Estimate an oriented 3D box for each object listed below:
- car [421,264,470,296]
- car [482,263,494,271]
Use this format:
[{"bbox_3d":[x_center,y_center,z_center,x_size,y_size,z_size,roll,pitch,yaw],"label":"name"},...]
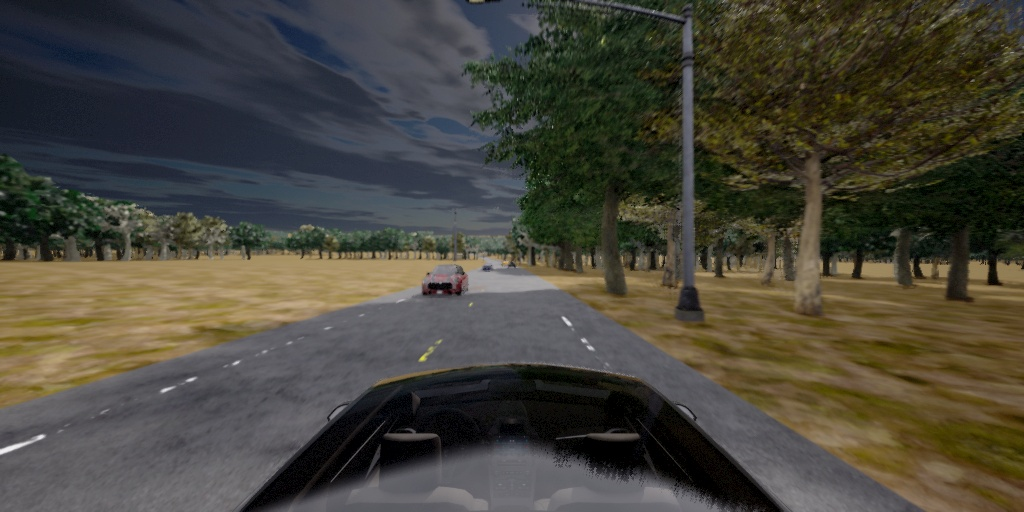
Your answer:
[{"bbox_3d":[-3.655,1.256,20.331,2.097,1.767,4.553,0,-1,0],"label":"car"},{"bbox_3d":[-4.112,1.888,61.388,2.033,1.411,5.357,0,-1,-1],"label":"car"}]
